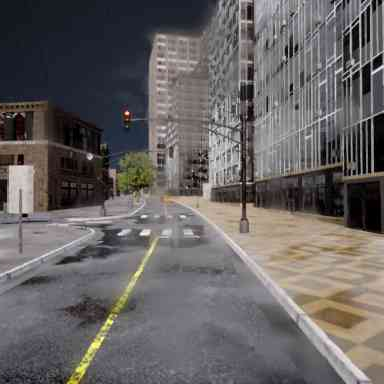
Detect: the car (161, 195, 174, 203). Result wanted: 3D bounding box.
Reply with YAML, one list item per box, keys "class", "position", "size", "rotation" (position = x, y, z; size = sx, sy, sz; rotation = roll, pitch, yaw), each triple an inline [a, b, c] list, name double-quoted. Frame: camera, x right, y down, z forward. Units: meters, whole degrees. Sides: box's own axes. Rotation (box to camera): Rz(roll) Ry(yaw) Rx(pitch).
- class: "car"
  position: [-4.847, 1.465, 68.185]
  size: [1.882, 1.535, 5.008]
  rotation: [0, 0, -8]
